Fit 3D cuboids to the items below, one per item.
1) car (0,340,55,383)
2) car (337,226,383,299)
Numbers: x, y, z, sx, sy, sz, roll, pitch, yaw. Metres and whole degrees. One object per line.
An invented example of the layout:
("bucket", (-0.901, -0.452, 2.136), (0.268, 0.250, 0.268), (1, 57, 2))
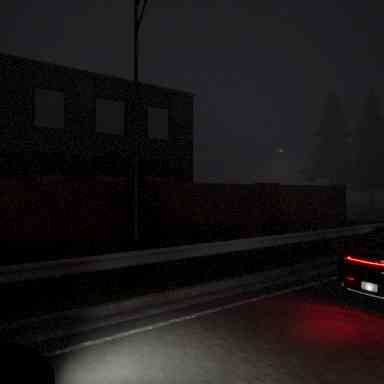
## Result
("car", (-3.101, 1.526, 1.536), (4.674, 1.442, 1.812), (0, 0, -35))
("car", (5.266, 1.505, 7.548), (4.892, 1.490, 1.837), (0, 0, -35))
